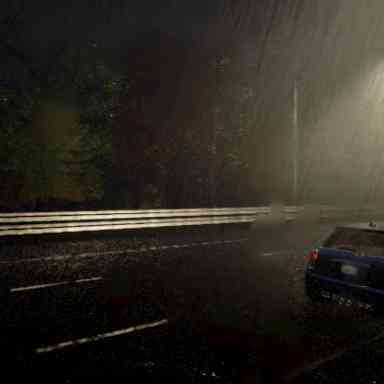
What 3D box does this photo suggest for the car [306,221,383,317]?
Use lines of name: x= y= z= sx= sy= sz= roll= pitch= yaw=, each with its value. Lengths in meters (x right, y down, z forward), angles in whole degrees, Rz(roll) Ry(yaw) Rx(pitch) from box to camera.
car: x=4.538 y=1.401 z=7.005 sx=4.553 sy=1.767 sz=2.097 roll=0 pitch=0 yaw=-33
